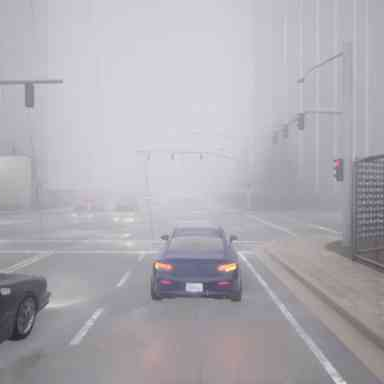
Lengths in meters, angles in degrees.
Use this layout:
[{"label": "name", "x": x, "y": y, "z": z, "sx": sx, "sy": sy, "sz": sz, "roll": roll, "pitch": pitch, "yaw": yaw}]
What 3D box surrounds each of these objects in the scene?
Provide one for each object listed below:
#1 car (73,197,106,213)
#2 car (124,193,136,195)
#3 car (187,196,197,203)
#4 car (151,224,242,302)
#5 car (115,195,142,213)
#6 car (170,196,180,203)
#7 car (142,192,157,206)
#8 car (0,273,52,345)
[{"label": "car", "x": -11.059, "y": 1.336, "z": 35.962, "sx": 2.097, "sy": 1.767, "sz": 4.553, "roll": 0, "pitch": 0, "yaw": 7}, {"label": "car", "x": -10.549, "y": 1.199, "z": 56.145, "sx": 2.150, "sy": 2.045, "sz": 5.566, "roll": 0, "pitch": 0, "yaw": 0}, {"label": "car", "x": 0.020, "y": 1.520, "z": 66.914, "sx": 2.033, "sy": 1.411, "sz": 5.357, "roll": 0, "pitch": 0, "yaw": 0}, {"label": "car", "x": 0.160, "y": 1.522, "z": 8.182, "sx": 1.812, "sy": 1.442, "sz": 4.674, "roll": 0, "pitch": 0, "yaw": 3}, {"label": "car", "x": -7.083, "y": 1.462, "z": 36.385, "sx": 1.882, "sy": 1.535, "sz": 5.008, "roll": 0, "pitch": 0, "yaw": 0}, {"label": "car", "x": -3.480, "y": 1.520, "z": 66.915, "sx": 2.033, "sy": 1.411, "sz": 5.357, "roll": 0, "pitch": 0, "yaw": 0}, {"label": "car", "x": -7.051, "y": 1.201, "z": 55.117, "sx": 2.150, "sy": 2.045, "sz": 5.566, "roll": 0, "pitch": 0, "yaw": 0}, {"label": "car", "x": -3.443, "y": 1.546, "z": 3.464, "sx": 2.033, "sy": 1.411, "sz": 5.357, "roll": 0, "pitch": 0, "yaw": 1}]
